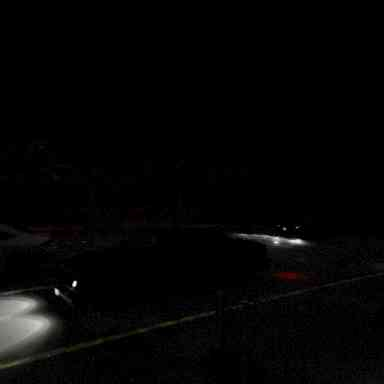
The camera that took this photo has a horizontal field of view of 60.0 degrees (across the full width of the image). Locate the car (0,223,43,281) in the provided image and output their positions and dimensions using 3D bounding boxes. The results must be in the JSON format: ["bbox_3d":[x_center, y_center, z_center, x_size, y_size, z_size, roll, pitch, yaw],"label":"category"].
[{"bbox_3d":[-5.890,1.524,8.388,4.674,1.442,1.812,0,0,-35],"label":"car"}]

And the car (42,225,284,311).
[{"bbox_3d":[-0.435,1.591,7.978,5.357,1.411,2.033,1,-1,-35],"label":"car"}]

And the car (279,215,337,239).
[{"bbox_3d":[7.838,2.321,22.468,4.892,1.490,1.837,6,-4,-35],"label":"car"}]
